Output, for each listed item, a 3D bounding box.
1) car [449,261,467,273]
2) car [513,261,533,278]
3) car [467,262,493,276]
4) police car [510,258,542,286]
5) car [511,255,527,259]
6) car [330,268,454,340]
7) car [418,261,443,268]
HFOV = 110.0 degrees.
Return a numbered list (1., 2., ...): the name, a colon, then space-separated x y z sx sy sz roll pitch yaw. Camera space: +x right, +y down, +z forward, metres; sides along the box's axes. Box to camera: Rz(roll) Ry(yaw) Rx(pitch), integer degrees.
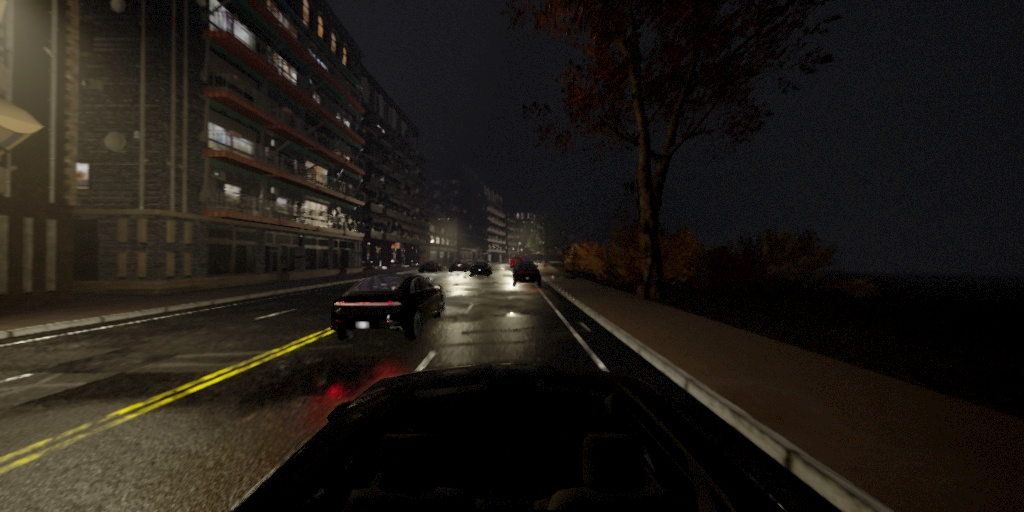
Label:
1. car: -6.355 1.327 43.430 1.994 1.385 4.181 0 0 2
2. car: 0.992 1.264 34.974 1.837 1.490 4.892 0 0 1
3. car: -3.093 1.323 36.625 1.994 1.385 4.181 0 0 1
4. police car: 0.974 1.180 25.140 1.930 1.638 5.238 0 0 0
5. car: 0.906 1.011 58.842 2.150 2.045 5.566 0 0 4
6. car: -3.150 1.242 9.983 2.128 1.511 4.902 0 0 0
7. car: -9.645 1.311 42.814 2.033 1.411 5.357 0 0 2
